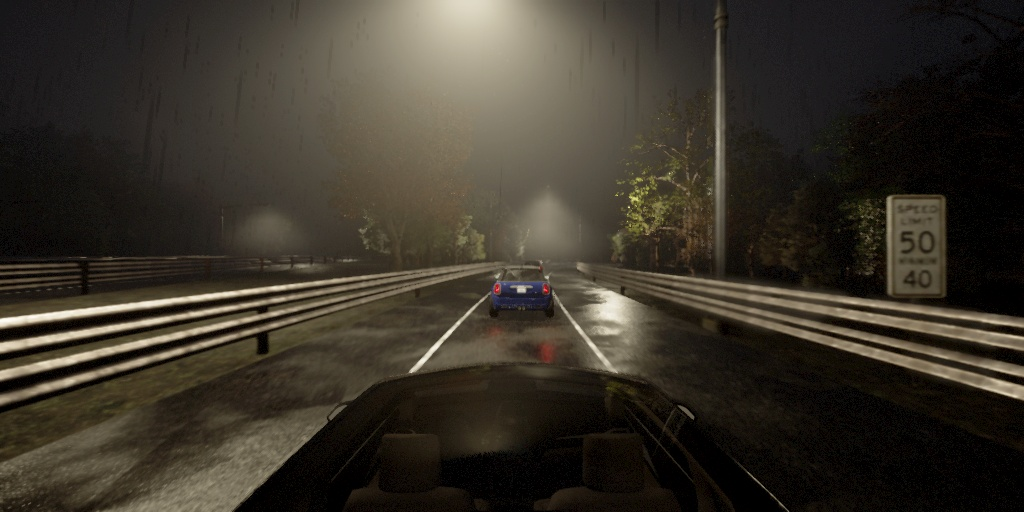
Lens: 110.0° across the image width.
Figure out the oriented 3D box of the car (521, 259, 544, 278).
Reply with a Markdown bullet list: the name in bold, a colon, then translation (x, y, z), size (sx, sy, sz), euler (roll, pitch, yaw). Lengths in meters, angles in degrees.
- **car**: translation (2.183, 1.242, 37.059), size (2.097, 1.767, 4.553), euler (0, 0, 6)

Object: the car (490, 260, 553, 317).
- **car**: translation (0.387, 1.148, 13.674), size (2.097, 1.767, 4.553), euler (0, 0, 2)
